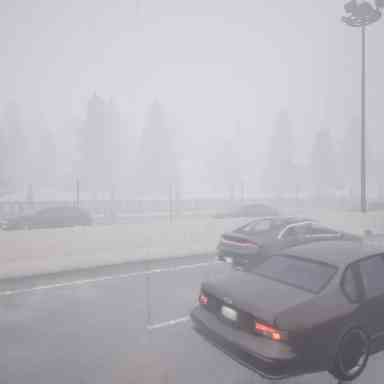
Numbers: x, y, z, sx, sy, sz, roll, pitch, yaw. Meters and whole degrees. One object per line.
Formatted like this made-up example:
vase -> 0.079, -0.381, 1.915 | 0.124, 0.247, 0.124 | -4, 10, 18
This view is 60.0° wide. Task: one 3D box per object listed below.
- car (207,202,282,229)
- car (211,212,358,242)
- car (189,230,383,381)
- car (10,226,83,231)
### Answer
car -> 3.575, 1.505, 22.346 | 4.892, 1.490, 1.837 | 0, 0, -29
car -> 2.987, 1.492, 9.602 | 4.902, 1.511, 2.128 | 0, 0, -31
car -> 2.597, 1.546, 5.400 | 5.357, 1.411, 2.033 | 0, 0, -31
car -> -8.326, 1.505, 19.284 | 4.892, 1.490, 1.837 | 0, 0, -33
